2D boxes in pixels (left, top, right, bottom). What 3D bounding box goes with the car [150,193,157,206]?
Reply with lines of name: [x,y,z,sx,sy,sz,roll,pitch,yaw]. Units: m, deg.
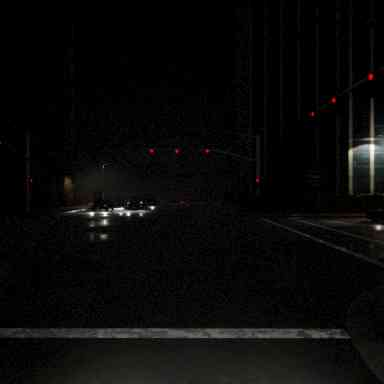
car: [-7.128,1.222,55.468,2.150,2.045,5.566,0,0,1]

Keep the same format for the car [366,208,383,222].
car: [15.459,1.478,24.352,5.008,1.535,1.882,0,0,-1]

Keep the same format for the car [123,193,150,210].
car: [-7.141,1.352,43.421,2.097,1.767,4.553,0,0,0]

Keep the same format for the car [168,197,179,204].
car: [-3.566,1.601,65.546,1.895,1.301,4.718,0,0,0]

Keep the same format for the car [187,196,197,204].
car: [-0.065,1.526,64.979,1.812,1.442,4.674,0,0,0]

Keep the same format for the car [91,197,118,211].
car: [-10.619,1.526,39.912,1.812,1.442,4.674,0,0,0]

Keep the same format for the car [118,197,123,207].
car: [-10.641,1.490,49.336,2.128,1.511,4.902,0,0,0]

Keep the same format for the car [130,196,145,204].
car: [-10.565,1.532,65.092,2.128,1.511,4.902,0,0,0]
